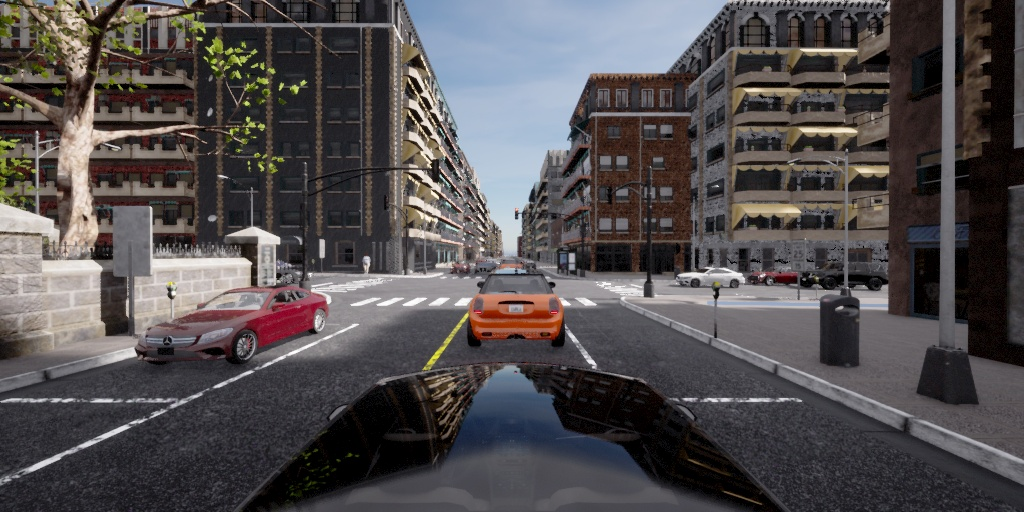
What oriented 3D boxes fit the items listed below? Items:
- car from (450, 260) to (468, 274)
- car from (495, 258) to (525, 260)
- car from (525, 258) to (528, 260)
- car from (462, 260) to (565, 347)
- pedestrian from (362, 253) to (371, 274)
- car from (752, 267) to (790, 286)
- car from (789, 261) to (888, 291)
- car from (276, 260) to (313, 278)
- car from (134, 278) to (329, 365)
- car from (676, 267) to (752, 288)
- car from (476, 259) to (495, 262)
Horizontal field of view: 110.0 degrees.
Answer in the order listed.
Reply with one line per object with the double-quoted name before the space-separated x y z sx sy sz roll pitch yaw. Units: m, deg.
"car" -5.756 1.187 40.406 1.967 1.591 4.097 0 0 0
"car" -0.112 1.100 35.896 2.097 1.767 4.553 0 0 5
"car" 2.605 1.298 51.692 2.007 1.370 4.403 0 0 0
"car" 0.113 1.101 9.507 2.097 1.767 4.553 0 0 1
"pedestrian" -12.764 0.651 31.386 0.375 1.860 0.375 0 -1 -1
"car" 21.334 1.570 28.889 4.097 1.591 1.967 0 0 -1
"car" 24.216 1.417 26.364 5.566 2.045 2.150 1 0 -1
"car" -15.179 1.006 22.619 4.902 1.511 2.128 1 0 -1
"car" -5.700 1.331 7.995 1.802 1.307 4.207 0 0 0
"car" 14.474 1.549 26.234 4.674 1.442 1.812 1 0 -2
"car" -3.160 1.312 41.004 1.994 1.385 4.181 0 0 0
